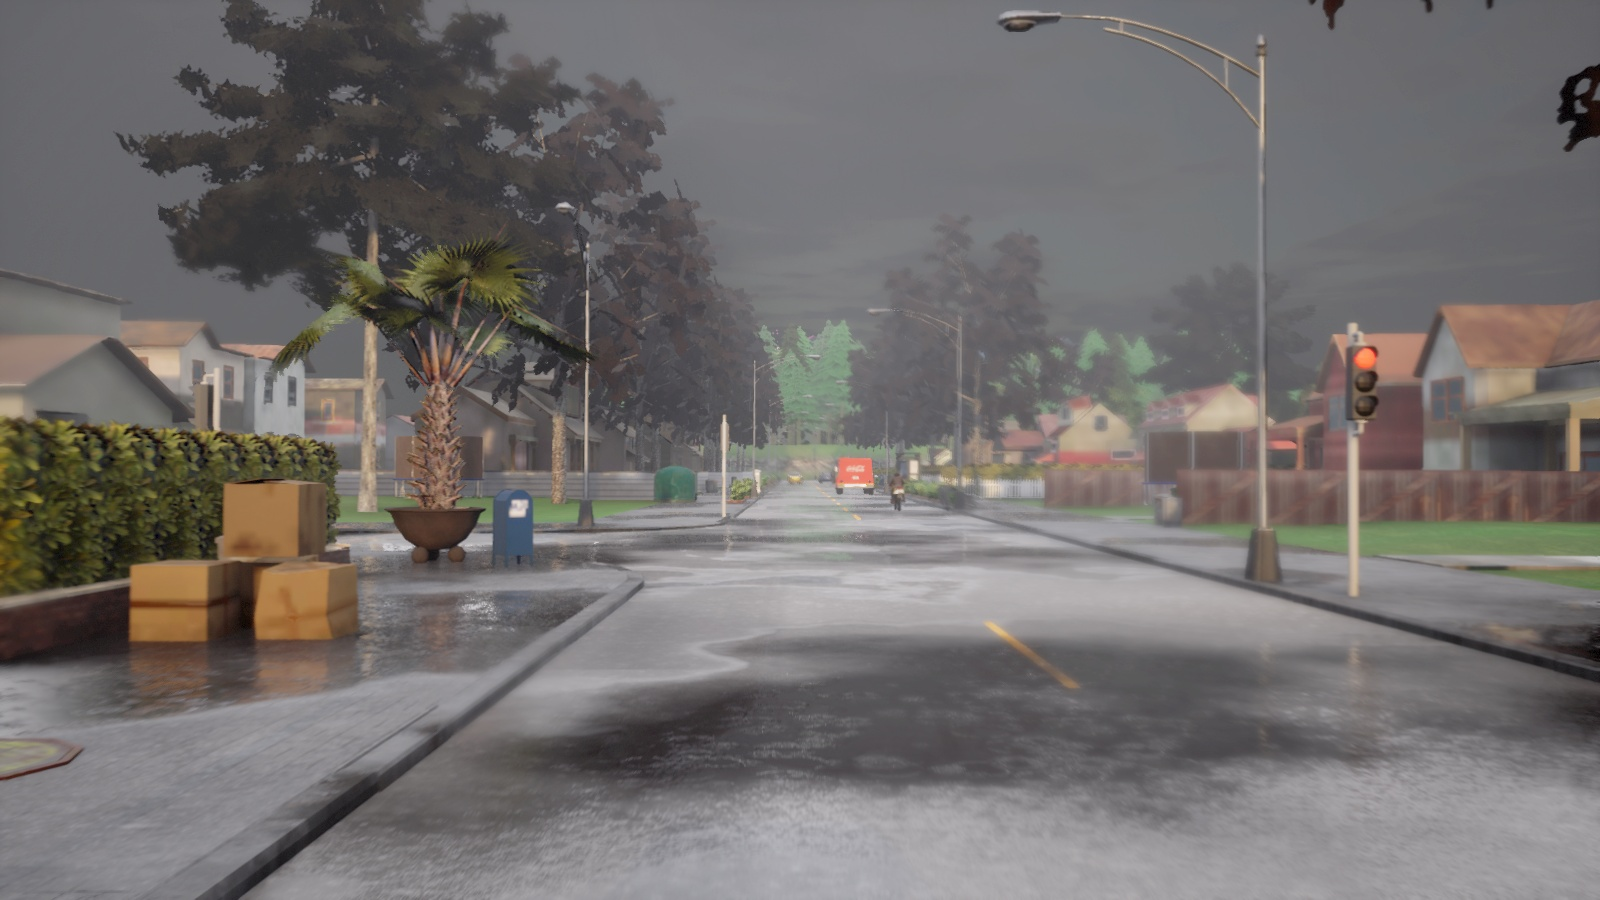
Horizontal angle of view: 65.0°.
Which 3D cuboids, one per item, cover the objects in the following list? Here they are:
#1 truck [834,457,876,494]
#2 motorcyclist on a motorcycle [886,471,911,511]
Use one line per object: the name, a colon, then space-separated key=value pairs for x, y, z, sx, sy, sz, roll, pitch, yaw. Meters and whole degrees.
truck: x=3.752 y=1.764 z=86.744 sx=2.627 sy=2.467 sz=5.204 roll=0 pitch=-1 yaw=0
motorcyclist on a motorcycle: x=3.864 y=1.612 z=49.631 sx=0.797 sy=1.523 sz=2.044 roll=0 pitch=-1 yaw=-1
